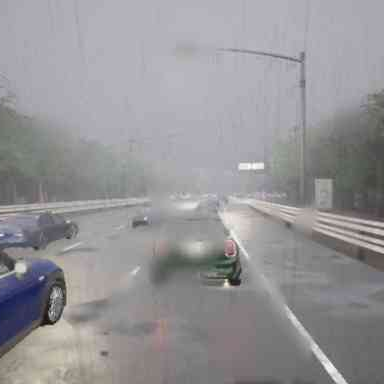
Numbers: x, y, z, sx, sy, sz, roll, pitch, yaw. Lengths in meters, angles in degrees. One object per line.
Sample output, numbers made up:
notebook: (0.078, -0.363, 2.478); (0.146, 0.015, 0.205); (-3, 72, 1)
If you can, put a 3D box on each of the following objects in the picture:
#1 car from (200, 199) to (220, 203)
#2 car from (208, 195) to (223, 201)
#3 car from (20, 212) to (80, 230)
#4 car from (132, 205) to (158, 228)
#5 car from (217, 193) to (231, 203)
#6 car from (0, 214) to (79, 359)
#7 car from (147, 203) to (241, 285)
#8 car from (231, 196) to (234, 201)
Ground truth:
car: (1.288, 1.603, 30.427); (1.994, 1.385, 4.181); (0, 0, 5)
car: (3.080, 1.539, 47.940); (1.882, 1.535, 5.008); (0, 0, 7)
car: (-6.597, 1.565, 14.162); (2.033, 1.411, 5.357); (0, 0, 2)
car: (-2.670, 1.592, 22.321); (1.994, 1.385, 4.181); (0, 0, 3)
car: (6.319, 1.295, 69.270); (2.150, 2.045, 5.566); (0, 0, 11)
car: (-3.344, 1.358, 4.241); (2.097, 1.767, 4.553); (0, 0, 1)
car: (0.158, 1.365, 9.718); (2.097, 1.767, 4.553); (0, 0, 2)
car: (9.810, 1.664, 86.545); (1.895, 1.301, 4.718); (0, 0, 13)
